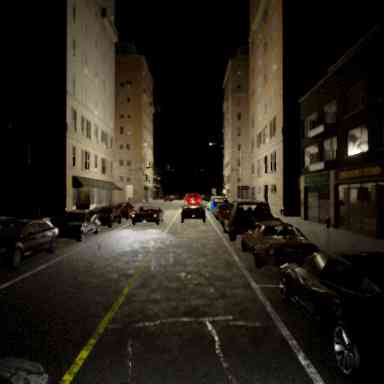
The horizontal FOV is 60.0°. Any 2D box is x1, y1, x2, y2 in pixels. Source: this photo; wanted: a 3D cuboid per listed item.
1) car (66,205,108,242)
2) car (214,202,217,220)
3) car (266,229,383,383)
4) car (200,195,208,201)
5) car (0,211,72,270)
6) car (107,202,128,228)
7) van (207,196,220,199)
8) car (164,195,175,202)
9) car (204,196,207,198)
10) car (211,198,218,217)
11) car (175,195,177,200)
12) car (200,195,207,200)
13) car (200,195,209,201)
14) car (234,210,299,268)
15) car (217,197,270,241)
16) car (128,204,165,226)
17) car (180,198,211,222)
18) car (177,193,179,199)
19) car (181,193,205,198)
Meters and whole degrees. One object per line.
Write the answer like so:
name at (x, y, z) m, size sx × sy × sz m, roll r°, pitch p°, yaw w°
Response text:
car at (-5.846, 1.574, 16.606) m, size 1.947 × 1.339 × 4.313 m, roll 1°, pitch 0°, yaw 0°
car at (2.681, 1.591, 22.272) m, size 1.802 × 1.307 × 4.206 m, roll 1°, pitch 0°, yaw 0°
car at (2.676, 1.568, 5.252) m, size 1.947 × 1.339 × 4.313 m, roll 1°, pitch 0°, yaw 0°
car at (3.157, 1.572, 88.017) m, size 2.008 × 1.369 × 4.403 m, roll 1°, pitch 0°, yaw 1°
car at (-5.847, 1.556, 10.932) m, size 2.008 × 1.369 × 4.403 m, roll 1°, pitch 0°, yaw 0°
car at (-5.844, 1.576, 22.279) m, size 1.947 × 1.339 × 4.313 m, roll 1°, pitch 0°, yaw 0°
van at (2.688, 1.354, 33.619) m, size 1.690 × 1.788 × 3.998 m, roll 1°, pitch 0°, yaw 0°
car at (-5.513, 1.604, 77.064) m, size 1.802 × 1.307 × 4.206 m, roll 1°, pitch 0°, yaw 1°
car at (2.687, 1.540, 39.463) m, size 1.752 × 1.417 × 4.829 m, roll 1°, pitch 0°, yaw 0°
car at (2.684, 1.536, 28.116) m, size 1.752 × 1.417 × 4.829 m, roll 1°, pitch 0°, yaw 0°
car at (-5.440, 1.588, 82.592) m, size 1.947 × 1.339 × 4.313 m, roll 1°, pitch 0°, yaw 1°
car at (3.229, 1.565, 93.547) m, size 1.887 × 1.381 × 4.507 m, roll 1°, pitch 0°, yaw 1°
car at (3.085, 1.565, 82.487) m, size 1.887 × 1.381 × 4.507 m, roll 1°, pitch 0°, yaw 1°
car at (2.678, 1.530, 11.095) m, size 1.752 × 1.417 × 4.829 m, roll 1°, pitch 0°, yaw 0°
car at (2.682, 1.322, 16.599) m, size 2.192 × 1.841 × 5.009 m, roll 1°, pitch 0°, yaw 0°
car at (-3.076, 1.611, 23.765) m, size 1.895 × 1.301 × 4.718 m, roll 0°, pitch 0°, yaw 0°
car at (0.107, 1.502, 26.068) m, size 2.128 × 1.511 × 4.902 m, roll 0°, pitch 0°, yaw 0°
car at (-5.368, 1.573, 88.121) m, size 2.008 × 1.369 × 4.403 m, roll 1°, pitch 0°, yaw 1°
car at (0.113, 1.229, 41.744) m, size 2.150 × 2.045 × 5.566 m, roll 0°, pitch -1°, yaw 0°
